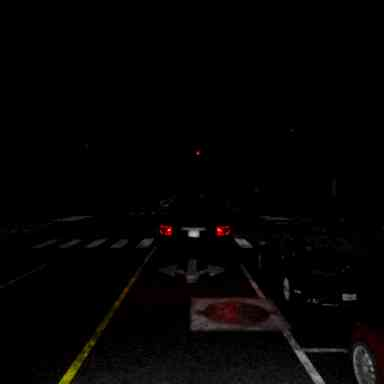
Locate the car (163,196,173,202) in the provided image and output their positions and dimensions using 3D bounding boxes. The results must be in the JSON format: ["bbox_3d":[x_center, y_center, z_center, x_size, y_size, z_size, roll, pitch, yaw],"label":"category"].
[{"bbox_3d":[-5.550,1.506,76.508,1.947,1.339,4.313,0,0,0],"label":"car"}]

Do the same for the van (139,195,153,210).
[{"bbox_3d":[-5.708,1.309,42.498,1.690,1.788,3.998,0,0,0],"label":"van"}]

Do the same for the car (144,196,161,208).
[{"bbox_3d":[-5.681,1.405,48.167,1.967,1.590,4.097,0,0,0],"label":"car"}]

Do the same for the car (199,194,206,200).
[{"bbox_3d":[2.714,1.384,88.647,1.801,1.575,5.366,0,0,0],"label":"car"}]

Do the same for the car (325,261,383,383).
[{"bbox_3d":[2.668,1.580,2.218,1.802,1.307,4.206,0,0,0],"label":"car"}]

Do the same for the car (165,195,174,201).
[{"bbox_3d":[-5.524,1.479,82.176,1.887,1.381,4.507,0,0,0],"label":"car"}]

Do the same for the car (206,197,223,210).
[{"bbox_3d":[2.818,1.408,42.461,1.967,1.590,4.097,0,0,0],"label":"car"}]

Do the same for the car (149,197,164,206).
[{"bbox_3d":[-5.655,1.526,53.835,1.947,1.339,4.313,0,0,0],"label":"car"}]

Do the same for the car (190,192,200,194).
[{"bbox_3d":[0.290,1.161,72.479,2.150,2.045,5.566,0,0,0],"label":"car"}]

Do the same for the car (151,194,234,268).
[{"bbox_3d":[0.267,1.211,11.491,2.150,2.045,5.566,0,0,5],"label":"car"}]

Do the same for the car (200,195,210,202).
[{"bbox_3d":[2.975,1.491,76.476,2.008,1.369,4.403,0,0,0],"label":"car"}]

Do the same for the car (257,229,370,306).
[{"bbox_3d":[2.669,1.544,7.811,2.008,1.369,4.403,0,0,0],"label":"car"}]

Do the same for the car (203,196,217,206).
[{"bbox_3d":[2.871,1.401,53.799,1.967,1.590,4.097,0,0,0],"label":"car"}]

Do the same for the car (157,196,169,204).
[{"bbox_3d":[-5.603,1.517,65.172,1.947,1.339,4.313,0,0,0],"label":"car"}]

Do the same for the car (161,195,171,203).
[{"bbox_3d":[-5.577,1.472,70.669,1.752,1.417,4.829,0,0,0],"label":"car"}]

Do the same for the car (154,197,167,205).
[{"bbox_3d":[-5.629,1.538,59.503,1.802,1.307,4.206,0,0,0],"label":"car"}]
